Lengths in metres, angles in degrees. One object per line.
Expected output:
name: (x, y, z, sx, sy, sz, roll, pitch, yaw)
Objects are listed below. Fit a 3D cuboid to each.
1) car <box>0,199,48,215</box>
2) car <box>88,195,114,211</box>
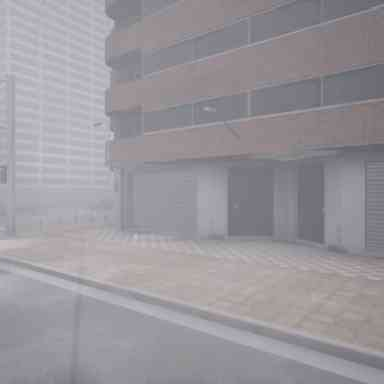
car: (-16.698, 1.505, 32.633, 1.837, 1.490, 4.892, 0, 0, 37)
car: (-10.451, 1.505, 40.889, 1.837, 1.490, 4.892, 0, 0, 37)
